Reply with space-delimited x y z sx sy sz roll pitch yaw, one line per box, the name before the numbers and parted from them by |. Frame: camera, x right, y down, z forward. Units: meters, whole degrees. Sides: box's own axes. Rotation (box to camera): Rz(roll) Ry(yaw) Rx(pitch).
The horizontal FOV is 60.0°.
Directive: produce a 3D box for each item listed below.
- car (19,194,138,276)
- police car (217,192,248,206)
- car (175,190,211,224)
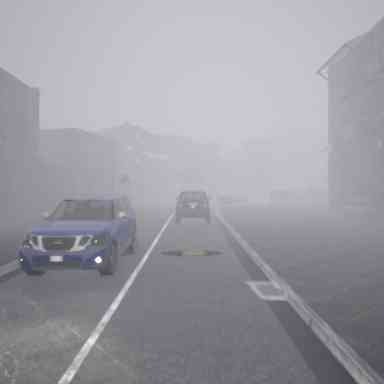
car | -3.117 1.122 10.424 2.150 2.045 5.566 0 1 0
police car | 5.055 0.874 40.470 1.930 1.638 5.238 -1 -2 38
car | 0.089 0.873 21.878 2.150 2.045 5.566 0 1 1
